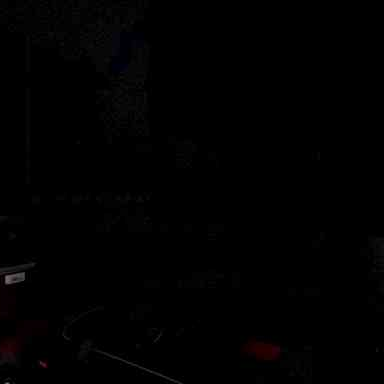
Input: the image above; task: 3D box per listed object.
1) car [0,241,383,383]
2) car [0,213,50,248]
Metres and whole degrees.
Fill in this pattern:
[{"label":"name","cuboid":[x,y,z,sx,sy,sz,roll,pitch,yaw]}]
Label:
[{"label":"car","cuboid":[-0.033,1.440,2.985,4.097,1.590,1.967,0,0,35]},{"label":"car","cuboid":[-4.463,1.315,6.138,5.009,1.841,2.192,0,0,35]}]
